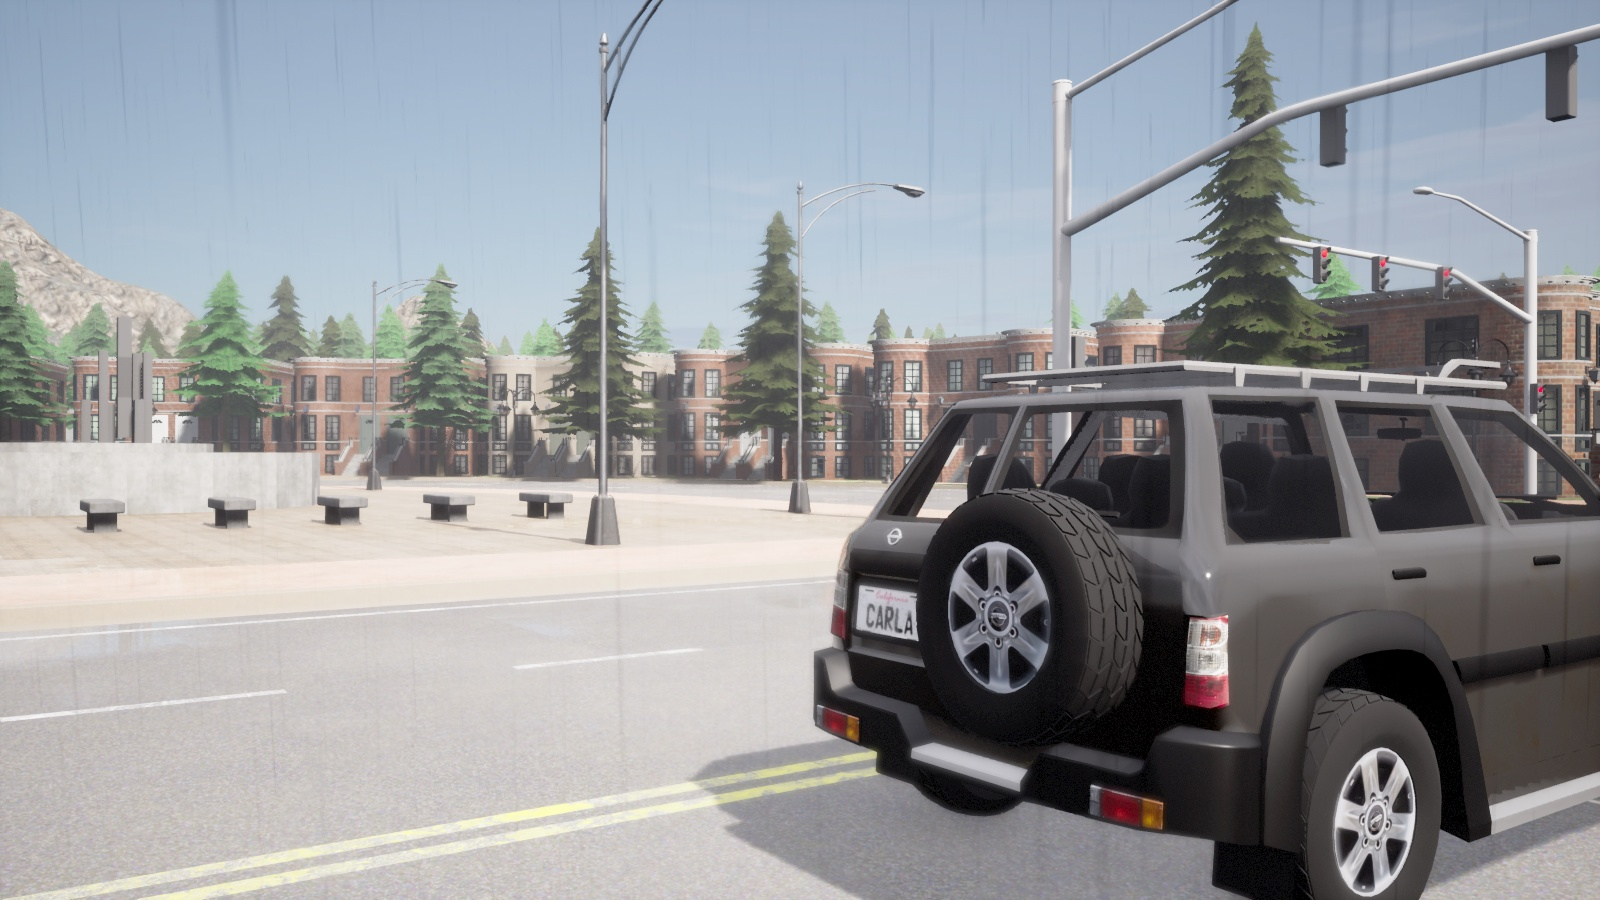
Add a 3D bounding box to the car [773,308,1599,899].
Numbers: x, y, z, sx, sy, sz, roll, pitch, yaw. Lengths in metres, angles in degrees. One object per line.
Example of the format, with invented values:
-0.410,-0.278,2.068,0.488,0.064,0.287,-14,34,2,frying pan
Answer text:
2.340,0.570,5.301,4.605,1.855,1.932,0,0,-35,car
